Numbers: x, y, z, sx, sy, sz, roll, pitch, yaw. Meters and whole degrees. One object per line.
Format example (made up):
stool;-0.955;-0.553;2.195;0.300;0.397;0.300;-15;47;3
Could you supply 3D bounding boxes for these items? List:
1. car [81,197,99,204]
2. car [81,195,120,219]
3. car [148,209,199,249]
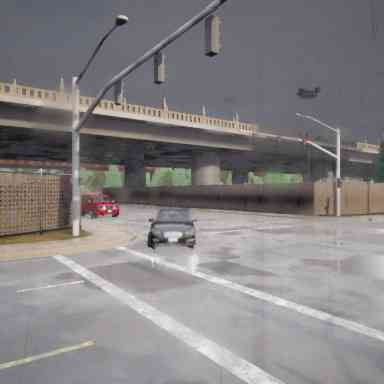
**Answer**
car;-19.747;1.619;64.291;1.994;1.385;4.181;0;0;-36
car;-8.544;1.277;30.282;2.150;2.045;5.566;0;0;-36
car;-0.809;1.520;14.793;2.128;1.511;4.902;1;0;-3
